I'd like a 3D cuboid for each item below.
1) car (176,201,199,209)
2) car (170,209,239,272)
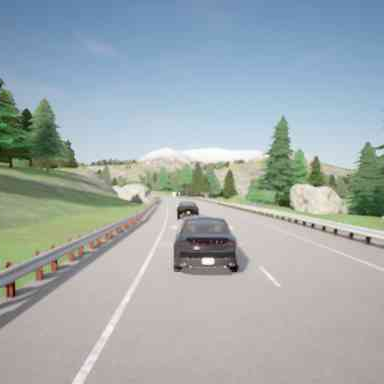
[{"bbox_3d":[-0.434,1.529,29.932,1.882,1.535,5.008,0,0,-3],"label":"car"},{"bbox_3d":[0.360,1.524,10.911,1.837,1.490,4.892,0,0,-1],"label":"car"}]
